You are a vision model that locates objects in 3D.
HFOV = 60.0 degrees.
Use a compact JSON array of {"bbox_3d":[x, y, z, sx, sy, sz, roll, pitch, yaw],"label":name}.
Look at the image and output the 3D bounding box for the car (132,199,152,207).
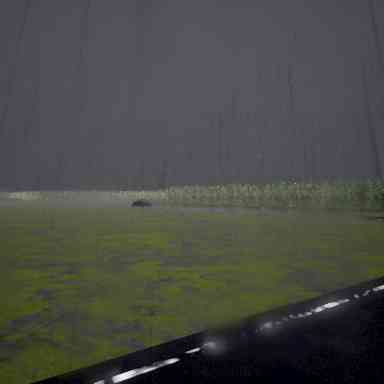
[{"bbox_3d":[-8.719,1.982,57.750,1.994,1.385,4.181,0,-1,-40],"label":"car"}]
